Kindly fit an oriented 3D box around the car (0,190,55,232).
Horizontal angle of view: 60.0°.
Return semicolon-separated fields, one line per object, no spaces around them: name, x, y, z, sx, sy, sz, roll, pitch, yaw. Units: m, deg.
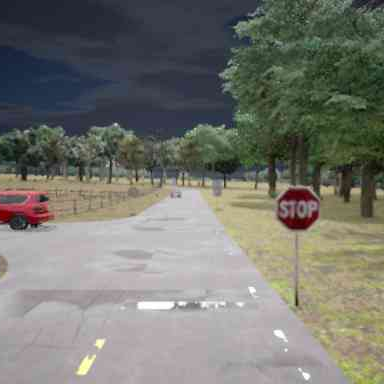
car;-10.237;0.949;17.578;5.566;2.045;2.150;1;3;-2

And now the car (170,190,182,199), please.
car;-2.754;0.345;57.384;2.128;1.511;4.902;0;2;0
